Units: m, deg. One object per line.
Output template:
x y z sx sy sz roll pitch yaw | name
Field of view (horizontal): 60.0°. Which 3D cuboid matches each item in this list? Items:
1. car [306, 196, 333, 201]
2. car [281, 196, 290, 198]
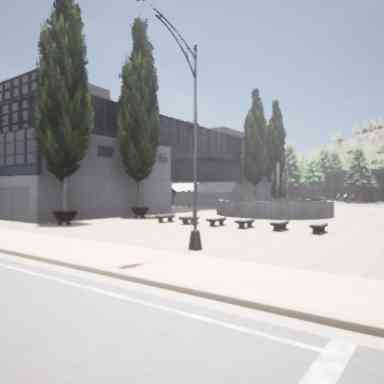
22.089 1.441 57.601 1.882 1.535 5.008 0 0 -29 | car
17.679 1.443 64.398 2.128 1.511 4.902 0 0 -40 | car
